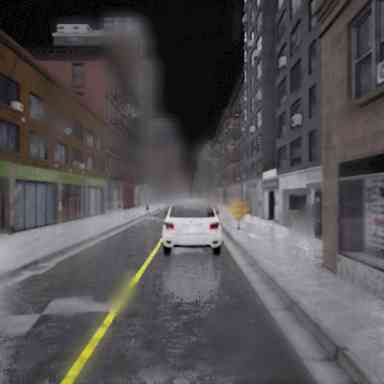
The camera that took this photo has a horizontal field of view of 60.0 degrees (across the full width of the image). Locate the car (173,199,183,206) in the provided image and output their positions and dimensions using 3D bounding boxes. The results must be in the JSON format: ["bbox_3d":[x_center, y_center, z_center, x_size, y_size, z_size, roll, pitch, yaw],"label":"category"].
[{"bbox_3d":[-2.972,2.213,71.744,1.837,1.490,4.892,0,-1,0],"label":"car"}]

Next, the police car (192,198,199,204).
[{"bbox_3d":[0.935,2.350,89.486,1.930,1.638,5.238,0,-1,0],"label":"police car"}]

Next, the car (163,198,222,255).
[{"bbox_3d":[0.007,1.350,14.029,2.150,2.045,5.566,0,0,0],"label":"car"}]

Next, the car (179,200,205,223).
[{"bbox_3d":[0.015,1.625,29.078,2.097,1.767,4.553,0,-1,0],"label":"car"}]

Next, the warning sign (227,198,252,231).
[{"bbox_3d":[2.724,1.299,19.381,1.300,1.860,1.060,0,-1,0],"label":"warning sign"}]
